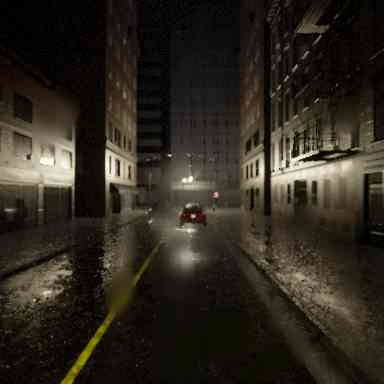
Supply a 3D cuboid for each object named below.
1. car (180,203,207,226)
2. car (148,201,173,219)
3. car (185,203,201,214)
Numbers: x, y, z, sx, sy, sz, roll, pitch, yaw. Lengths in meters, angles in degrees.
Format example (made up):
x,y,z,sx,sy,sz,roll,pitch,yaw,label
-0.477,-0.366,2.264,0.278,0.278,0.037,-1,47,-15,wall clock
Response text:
x,y,z,sx,sy,sz,roll,pitch,yaw,label
0.094,1.784,26.069,2.163,1.488,4.792,0,-1,0,car
-3.072,1.716,32.915,2.097,1.767,4.553,0,-1,0,car
0.089,2.087,42.683,1.895,1.301,4.718,0,-1,0,car
